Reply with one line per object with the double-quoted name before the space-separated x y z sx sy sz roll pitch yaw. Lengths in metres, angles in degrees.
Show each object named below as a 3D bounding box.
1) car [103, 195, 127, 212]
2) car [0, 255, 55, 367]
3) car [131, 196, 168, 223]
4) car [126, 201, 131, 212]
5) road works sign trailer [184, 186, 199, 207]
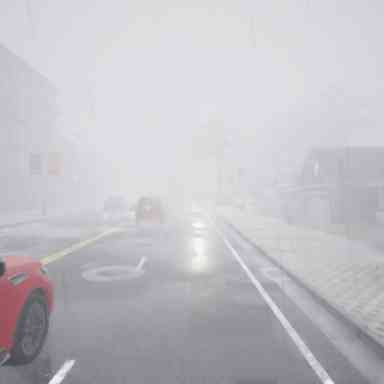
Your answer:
"car" -9.859 1.436 43.194 2.150 2.045 5.566 0 -1 0
"car" -3.152 1.235 2.687 2.150 2.045 5.566 0 0 0
"car" -3.180 1.354 26.931 2.150 2.045 5.566 0 0 0
"car" -6.612 1.771 42.151 1.994 1.385 4.181 0 0 0
"road works sign trailer" -0.039 0.746 57.163 2.380 3.560 2.880 0 0 0
